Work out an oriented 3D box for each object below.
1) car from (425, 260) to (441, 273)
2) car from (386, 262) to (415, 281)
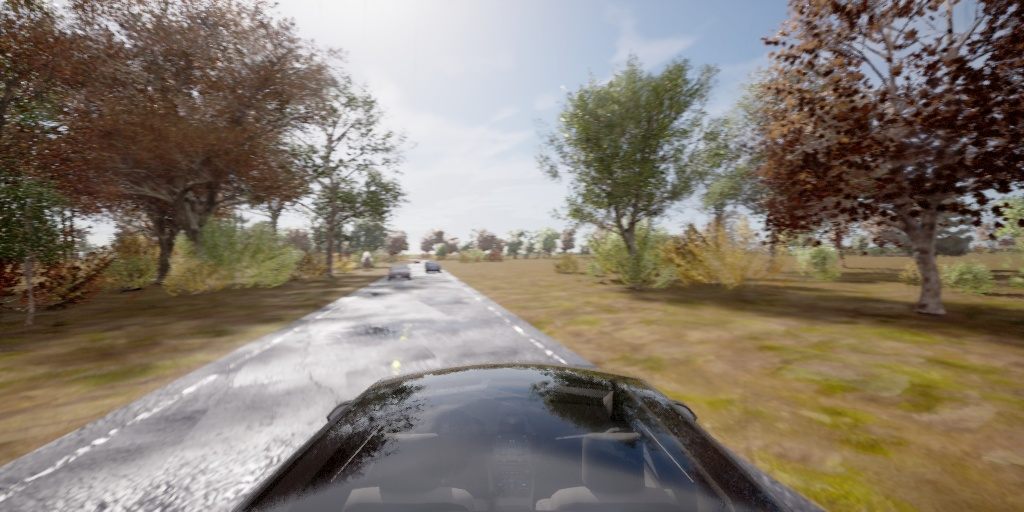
[{"bbox_3d":[-10.506,1.508,47.799,1.994,1.385,4.181,-1,0,-14],"label":"car"},{"bbox_3d":[-9.946,1.441,32.025,1.812,1.442,4.674,-1,0,-14],"label":"car"}]
